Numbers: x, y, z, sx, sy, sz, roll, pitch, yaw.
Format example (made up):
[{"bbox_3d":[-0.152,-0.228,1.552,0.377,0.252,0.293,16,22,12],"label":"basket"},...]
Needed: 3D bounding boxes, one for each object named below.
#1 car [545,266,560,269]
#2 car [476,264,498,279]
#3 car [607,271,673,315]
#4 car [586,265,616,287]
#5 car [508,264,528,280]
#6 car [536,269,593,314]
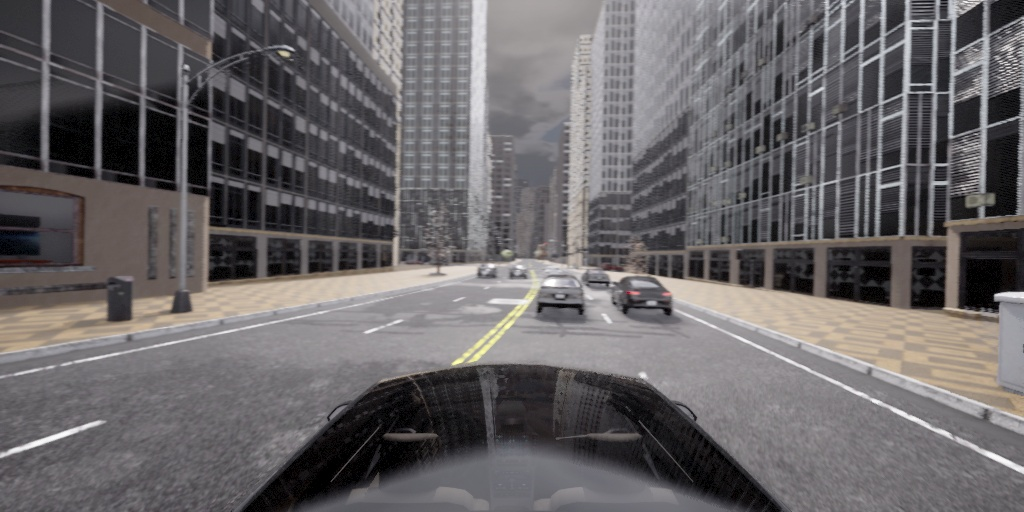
[{"bbox_3d":[3.928,1.709,34.679,1.812,1.442,4.674,1,-1,4],"label":"car"},{"bbox_3d":[-2.563,1.560,37.883,2.128,1.511,4.902,1,-1,3],"label":"car"},{"bbox_3d":[5.335,1.546,15.094,1.812,1.442,4.674,1,-1,8],"label":"car"},{"bbox_3d":[6.853,1.749,29.726,2.033,1.411,5.357,1,-1,5],"label":"car"},{"bbox_3d":[0.684,1.632,37.733,2.128,1.511,4.902,1,-1,3],"label":"car"},{"bbox_3d":[2.052,1.487,15.033,2.033,1.411,5.357,1,-1,9],"label":"car"}]
